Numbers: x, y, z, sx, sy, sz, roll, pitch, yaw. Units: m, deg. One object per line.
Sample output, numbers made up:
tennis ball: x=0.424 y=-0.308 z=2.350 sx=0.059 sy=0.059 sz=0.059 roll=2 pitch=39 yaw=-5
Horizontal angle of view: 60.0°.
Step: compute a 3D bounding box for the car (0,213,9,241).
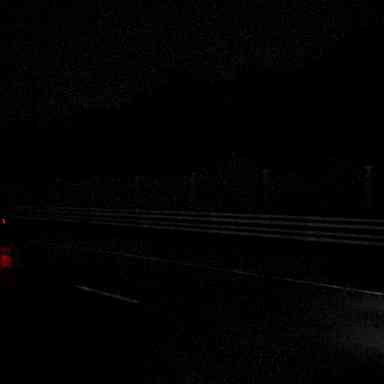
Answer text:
car: x=-10.825 y=1.434 z=16.018 sx=4.553 sy=1.767 sz=2.097 roll=-1 pitch=0 yaw=36
